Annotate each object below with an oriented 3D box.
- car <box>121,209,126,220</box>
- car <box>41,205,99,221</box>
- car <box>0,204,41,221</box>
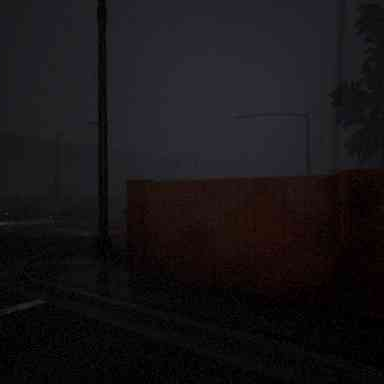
[{"bbox_3d":[-4.050,1.746,28.943,1.812,1.442,4.674,-1,0,36],"label":"car"},{"bbox_3d":[-11.216,1.901,31.278,1.895,1.301,4.718,-1,0,36],"label":"car"},{"bbox_3d":[-15.576,1.865,31.226,1.812,1.442,4.674,-1,0,36],"label":"car"}]
